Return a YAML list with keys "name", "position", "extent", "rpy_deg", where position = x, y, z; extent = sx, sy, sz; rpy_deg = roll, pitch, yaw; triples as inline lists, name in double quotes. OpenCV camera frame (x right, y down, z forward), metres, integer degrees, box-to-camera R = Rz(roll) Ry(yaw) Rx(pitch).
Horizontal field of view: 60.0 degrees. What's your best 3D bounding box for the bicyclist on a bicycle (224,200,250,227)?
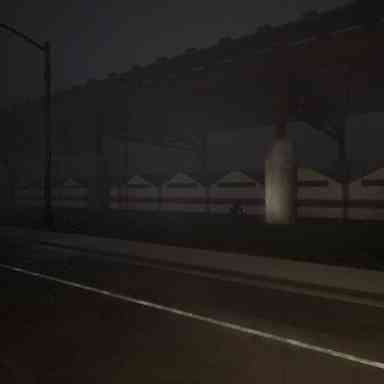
- name: "bicyclist on a bicycle"
  position: [2.721, 1.300, 19.908]
  extent: [1.656, 1.620, 0.582]
  rpy_deg: [0, 0, -10]
